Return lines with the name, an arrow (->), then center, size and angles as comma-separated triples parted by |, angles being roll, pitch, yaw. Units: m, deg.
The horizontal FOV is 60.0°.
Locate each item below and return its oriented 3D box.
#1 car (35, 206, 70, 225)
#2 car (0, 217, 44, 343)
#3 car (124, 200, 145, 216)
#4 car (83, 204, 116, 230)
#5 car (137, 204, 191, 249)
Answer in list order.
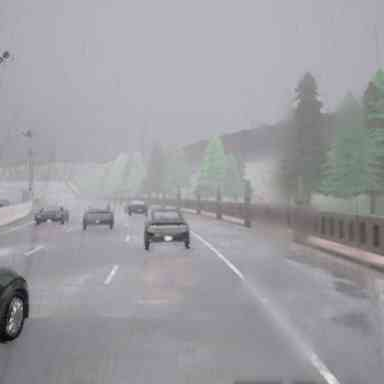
car -> -10.367, 1.700, 24.988 | 1.895, 1.301, 4.718 | 0, 0, -15
car -> -3.665, 1.377, 3.626 | 2.097, 1.767, 4.553 | 0, 0, -2
car -> -5.693, 1.572, 33.619 | 1.882, 1.535, 5.008 | 0, 0, -18
car -> -6.122, 1.565, 22.125 | 2.128, 1.511, 4.902 | 0, 0, -12
car -> -1.207, 1.527, 14.802 | 2.128, 1.511, 4.902 | 0, 0, -8
